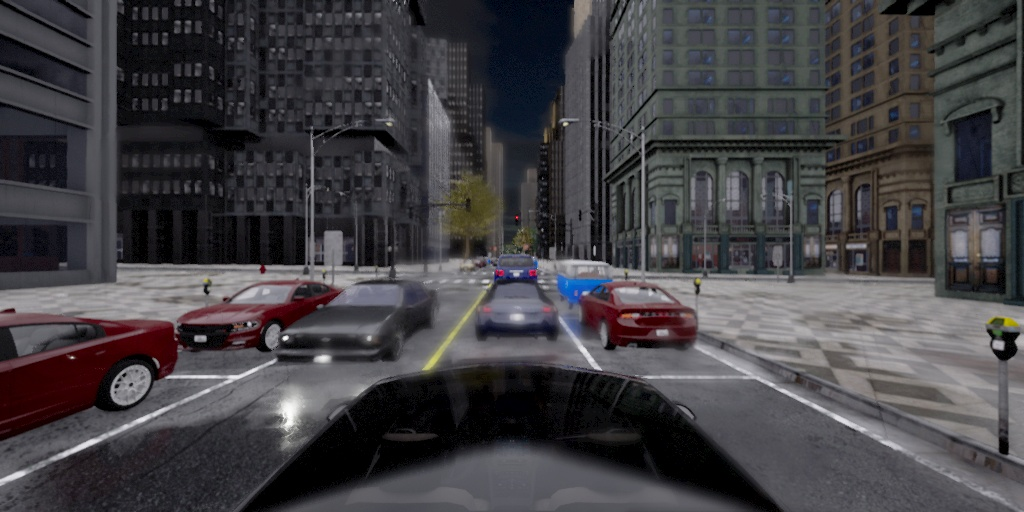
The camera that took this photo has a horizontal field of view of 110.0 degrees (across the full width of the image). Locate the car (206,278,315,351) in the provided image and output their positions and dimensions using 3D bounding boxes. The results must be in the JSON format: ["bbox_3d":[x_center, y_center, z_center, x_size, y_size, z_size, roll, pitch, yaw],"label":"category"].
[{"bbox_3d":[-5.769,1.283,8.889,1.888,1.381,4.507,0,0,0],"label":"car"}]

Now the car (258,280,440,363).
[{"bbox_3d":[-3.037,1.286,8.473,2.033,1.411,5.357,0,0,1],"label":"car"}]

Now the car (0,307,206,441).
[{"bbox_3d":[-5.776,1.292,3.363,1.888,1.381,4.507,0,0,0],"label":"car"}]

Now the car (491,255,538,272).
[{"bbox_3d":[0.145,0.944,19.229,2.150,2.045,5.566,0,0,-1],"label":"car"}]

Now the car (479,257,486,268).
[{"bbox_3d":[-5.683,1.226,57.561,1.888,1.381,4.507,0,0,0],"label":"car"}]

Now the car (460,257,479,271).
[{"bbox_3d":[-5.705,1.215,46.811,1.751,1.417,4.829,0,0,0],"label":"car"}]

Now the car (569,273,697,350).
[{"bbox_3d":[2.786,1.283,8.858,1.888,1.381,4.507,0,0,0],"label":"car"}]

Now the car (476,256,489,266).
[{"bbox_3d":[-5.676,0.991,62.851,2.192,1.841,5.009,0,0,0],"label":"car"}]

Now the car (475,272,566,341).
[{"bbox_3d":[0.113,1.300,9.817,1.994,1.385,4.181,0,0,0],"label":"car"}]

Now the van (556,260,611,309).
[{"bbox_3d":[2.794,1.070,14.383,1.690,1.789,3.998,0,0,0],"label":"van"}]
